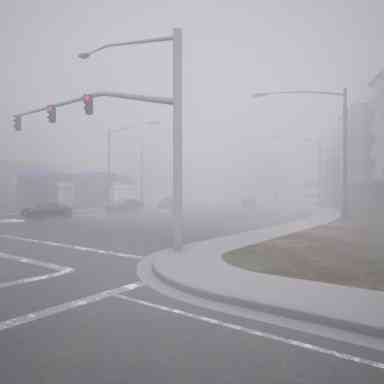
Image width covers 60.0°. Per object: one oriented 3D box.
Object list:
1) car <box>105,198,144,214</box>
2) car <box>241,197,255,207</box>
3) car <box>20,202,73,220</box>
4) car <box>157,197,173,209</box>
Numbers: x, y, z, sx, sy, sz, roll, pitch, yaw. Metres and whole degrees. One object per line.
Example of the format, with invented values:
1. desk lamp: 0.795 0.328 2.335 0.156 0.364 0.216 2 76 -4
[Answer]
1. car: -7.251 1.478 36.087 1.882 1.535 5.008 0 0 30
2. car: 8.843 1.491 52.081 2.128 1.511 4.902 0 0 6
3. car: -12.428 1.564 28.604 1.994 1.385 4.181 0 0 36
4. car: -3.205 1.505 45.341 1.837 1.490 4.892 0 0 15
